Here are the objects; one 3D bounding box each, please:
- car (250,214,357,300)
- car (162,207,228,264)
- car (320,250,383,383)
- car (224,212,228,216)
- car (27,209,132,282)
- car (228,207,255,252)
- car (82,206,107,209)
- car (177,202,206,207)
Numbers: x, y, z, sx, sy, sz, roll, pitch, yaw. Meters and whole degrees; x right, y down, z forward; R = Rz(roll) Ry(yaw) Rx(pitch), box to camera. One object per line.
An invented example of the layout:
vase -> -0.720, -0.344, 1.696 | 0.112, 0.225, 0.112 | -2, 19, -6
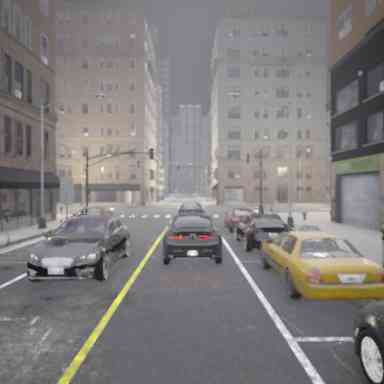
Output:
car -> 2.836, 1.498, 8.230 | 1.752, 1.417, 4.829 | -1, 0, 0
car -> 0.019, 1.480, 11.754 | 1.837, 1.490, 4.892 | 0, 0, 0
car -> 2.853, 1.535, 2.474 | 2.008, 1.369, 4.403 | -1, 0, 0
car -> 2.804, 1.533, 19.232 | 1.802, 1.307, 4.206 | -1, 0, 0
car -> -3.036, 1.484, 9.847 | 2.128, 1.511, 4.902 | 0, 0, 0
car -> 2.821, 1.528, 13.646 | 1.947, 1.339, 4.313 | -1, 0, 0
car -> -5.741, 1.528, 19.204 | 1.887, 1.381, 4.507 | -1, 0, 0
car -> -0.040, 1.430, 23.823 | 1.882, 1.535, 5.008 | 0, 0, 0
